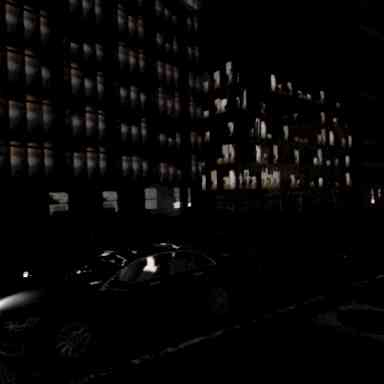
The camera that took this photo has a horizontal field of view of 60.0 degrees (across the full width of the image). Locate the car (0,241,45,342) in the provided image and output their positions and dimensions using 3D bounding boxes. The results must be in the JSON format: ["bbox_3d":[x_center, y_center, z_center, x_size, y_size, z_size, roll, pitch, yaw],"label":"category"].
[{"bbox_3d":[-5.307,1.652,5.732,4.718,1.301,1.895,0,3,6],"label":"car"}]

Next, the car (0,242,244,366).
[{"bbox_3d":[-1.000,1.637,5.874,4.403,1.369,2.008,-1,-2,-37],"label":"car"}]
